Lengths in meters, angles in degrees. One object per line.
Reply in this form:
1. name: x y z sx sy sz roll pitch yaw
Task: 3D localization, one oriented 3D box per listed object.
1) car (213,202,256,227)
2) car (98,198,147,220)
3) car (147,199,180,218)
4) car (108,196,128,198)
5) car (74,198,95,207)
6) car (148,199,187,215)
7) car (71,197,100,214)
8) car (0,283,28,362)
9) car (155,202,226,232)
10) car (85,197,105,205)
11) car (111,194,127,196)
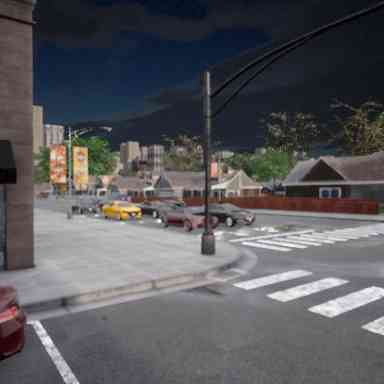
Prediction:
1. car: 2.220 1.489 22.670 1.837 1.490 4.892 -1 0 -35
2. car: -6.154 1.549 28.843 1.882 1.535 5.008 -1 0 -36
3. car: -3.362 1.549 30.506 1.837 1.490 4.892 -1 0 -36
4. car: -9.343 1.584 38.920 1.882 1.535 5.008 -1 0 -35
5. car: -18.781 1.747 58.074 2.033 1.411 5.357 -1 0 -34
6. car: -2.684 1.544 35.500 1.837 1.490 4.892 -1 0 -35
7. car: -12.155 1.639 37.269 1.837 1.490 4.892 -1 0 -35
8. car: -3.999 1.593 3.337 4.206 1.307 1.802 -1 0 -35
9. car: -0.201 1.572 20.468 1.994 1.385 4.181 -1 0 -35
10. car: -18.470 1.743 63.088 2.033 1.411 5.357 -1 0 -35
11. car: -12.315 1.359 54.611 2.150 2.045 5.566 -1 0 -36
